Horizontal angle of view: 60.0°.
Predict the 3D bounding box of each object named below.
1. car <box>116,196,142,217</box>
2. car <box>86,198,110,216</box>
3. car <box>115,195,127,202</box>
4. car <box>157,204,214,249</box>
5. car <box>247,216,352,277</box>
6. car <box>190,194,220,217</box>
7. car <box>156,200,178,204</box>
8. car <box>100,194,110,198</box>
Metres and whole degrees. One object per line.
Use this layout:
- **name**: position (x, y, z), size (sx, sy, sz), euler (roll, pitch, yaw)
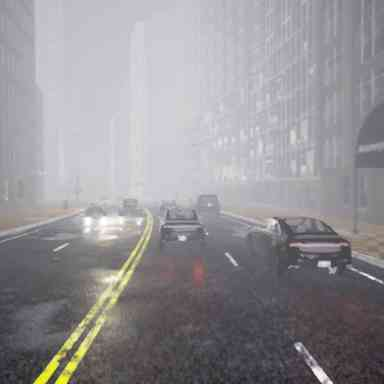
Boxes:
- **car**: position (-5.797, 1.345, 31.523), size (2.097, 1.767, 4.553), euler (0, 0, -8)
- **car**: position (-9.276, 1.607, 32.968), size (1.895, 1.301, 4.718), euler (0, 0, -9)
- **car**: position (-15.228, 1.449, 71.333), size (1.994, 1.385, 4.181), euler (0, 0, -18)
- **car**: position (-0.503, 1.486, 14.579), size (2.128, 1.511, 4.902), euler (0, 0, -4)
- **car**: position (3.009, 1.480, 10.267), size (2.128, 1.511, 4.902), euler (0, 0, -3)
- **car**: position (1.106, 1.189, 30.721), size (2.150, 2.045, 5.566), euler (0, 0, -8)
- **car**: position (-2.352, 1.470, 31.797), size (2.128, 1.511, 4.902), euler (0, 0, -8)
- **car**: position (-19.262, 1.300, 73.230), size (1.837, 1.490, 4.892), euler (0, 0, -18)
